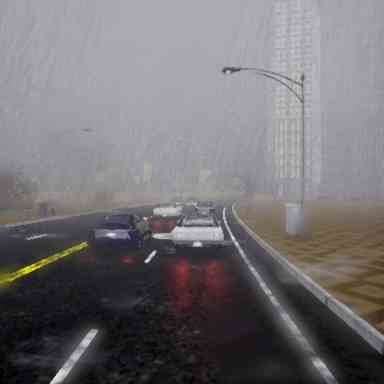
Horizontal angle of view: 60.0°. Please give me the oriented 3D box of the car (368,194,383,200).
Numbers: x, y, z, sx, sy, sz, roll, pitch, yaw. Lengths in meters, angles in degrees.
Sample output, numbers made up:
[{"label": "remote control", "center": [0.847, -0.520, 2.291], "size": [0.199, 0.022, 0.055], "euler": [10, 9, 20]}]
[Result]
[{"label": "car", "center": [42.341, 1.228, 78.401], "size": [4.507, 1.381, 1.887], "euler": [0, 1, 14]}]

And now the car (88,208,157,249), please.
[{"label": "car", "center": [-2.952, 1.569, 14.462], "size": [1.994, 1.385, 4.181], "euler": [0, 0, 2]}]

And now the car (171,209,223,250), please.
[{"label": "car", "center": [0.297, 1.614, 14.361], "size": [1.895, 1.301, 4.718], "euler": [0, 0, 2]}]

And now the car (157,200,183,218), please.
[{"label": "car", "center": [-2.045, 1.611, 29.398], "size": [1.895, 1.301, 4.718], "euler": [0, 0, 5]}]

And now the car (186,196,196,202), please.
[{"label": "car", "center": [0.107, 1.478, 69.325], "size": [1.994, 1.385, 4.181], "euler": [0, 0, 10]}]

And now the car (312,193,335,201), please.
[{"label": "car", "center": [29.198, 1.243, 72.958], "size": [4.097, 1.590, 1.967], "euler": [0, 1, 14]}]

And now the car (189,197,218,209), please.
[{"label": "car", "center": [1.192, 1.491, 29.106], "size": [2.128, 1.511, 4.902], "euler": [0, 0, 5]}]

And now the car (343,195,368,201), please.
[{"label": "car", "center": [34.726, 1.326, 71.612], "size": [4.313, 1.339, 1.947], "euler": [0, 1, 14]}]

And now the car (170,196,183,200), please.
[{"label": "car", "center": [-3.156, 1.470, 69.557], "size": [2.033, 1.411, 5.357], "euler": [0, 0, 10]}]
